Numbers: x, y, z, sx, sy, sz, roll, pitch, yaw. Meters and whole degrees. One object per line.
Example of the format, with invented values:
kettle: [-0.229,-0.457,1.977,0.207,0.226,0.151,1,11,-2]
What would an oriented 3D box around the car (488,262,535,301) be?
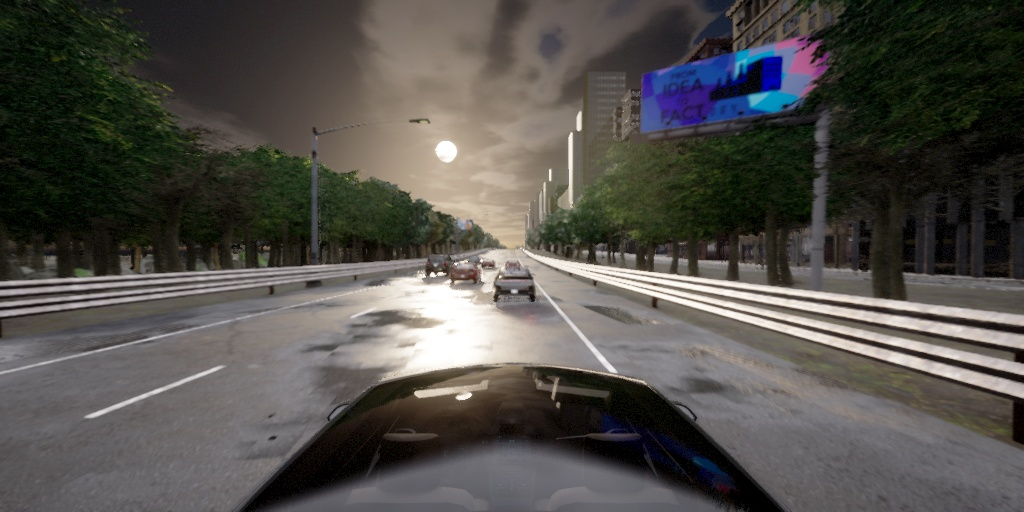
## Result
car: [0.101,1.253,17.354,2.128,1.511,4.902,0,0,0]

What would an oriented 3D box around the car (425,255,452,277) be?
car: [-6.898,0.908,35.083,2.150,2.045,5.566,0,1,0]

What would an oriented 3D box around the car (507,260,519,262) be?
car: [0.103,1.142,46.480,1.895,1.301,4.718,0,1,0]

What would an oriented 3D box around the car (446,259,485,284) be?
car: [-3.399,1.216,27.087,1.882,1.535,5.008,0,0,0]

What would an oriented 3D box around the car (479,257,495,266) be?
car: [-3.398,1.034,52.661,1.895,1.301,4.718,0,1,0]
